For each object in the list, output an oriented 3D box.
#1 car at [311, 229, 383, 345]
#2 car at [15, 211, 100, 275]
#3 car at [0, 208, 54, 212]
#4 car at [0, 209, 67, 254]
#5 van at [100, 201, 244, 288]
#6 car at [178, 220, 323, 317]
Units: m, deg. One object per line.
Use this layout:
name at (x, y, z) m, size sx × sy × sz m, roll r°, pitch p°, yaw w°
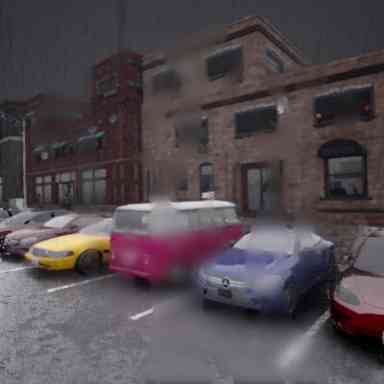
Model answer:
car at (4.072, 1.515, 6.197) m, size 2.163 × 1.488 × 4.792 m, roll 0°, pitch 0°, yaw 36°
car at (-2.496, 1.486, 10.881) m, size 1.946 × 1.575 × 5.366 m, roll 0°, pitch 0°, yaw 38°
car at (-6.701, 1.511, 14.370) m, size 2.163 × 1.488 × 4.792 m, roll 0°, pitch 0°, yaw 39°
car at (-4.539, 1.527, 12.701) m, size 2.002 × 1.452 × 4.674 m, roll 0°, pitch 0°, yaw 38°
van at (-0.135, 1.264, 9.471) m, size 1.878 × 1.987 × 4.442 m, roll 0°, pitch 0°, yaw 37°
car at (1.972, 1.529, 7.757) m, size 2.002 × 1.452 × 4.674 m, roll 0°, pitch 0°, yaw 37°
